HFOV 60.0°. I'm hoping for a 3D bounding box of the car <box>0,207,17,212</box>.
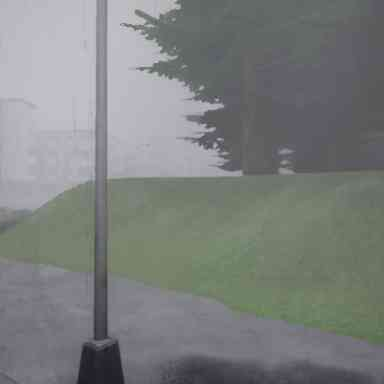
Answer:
[{"bbox_3d":[-14.390,1.369,22.680,1.837,1.490,4.892,-1,-1,36],"label":"car"}]
